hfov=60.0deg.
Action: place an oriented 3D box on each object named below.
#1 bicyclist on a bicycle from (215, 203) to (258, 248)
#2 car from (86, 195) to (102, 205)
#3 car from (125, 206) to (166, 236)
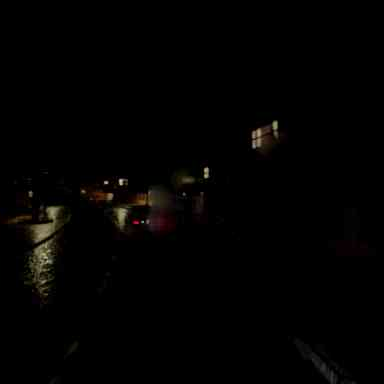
[{"bbox_3d":[1.646,1.239,12.217,1.656,1.620,0.582,-1,0,-10],"label":"bicyclist on a bicycle"},{"bbox_3d":[-15.103,1.184,51.031,2.128,1.511,4.902,-1,1,-26],"label":"car"},{"bbox_3d":[-2.631,1.492,18.309,2.033,1.411,5.357,-1,0,-13],"label":"car"}]
